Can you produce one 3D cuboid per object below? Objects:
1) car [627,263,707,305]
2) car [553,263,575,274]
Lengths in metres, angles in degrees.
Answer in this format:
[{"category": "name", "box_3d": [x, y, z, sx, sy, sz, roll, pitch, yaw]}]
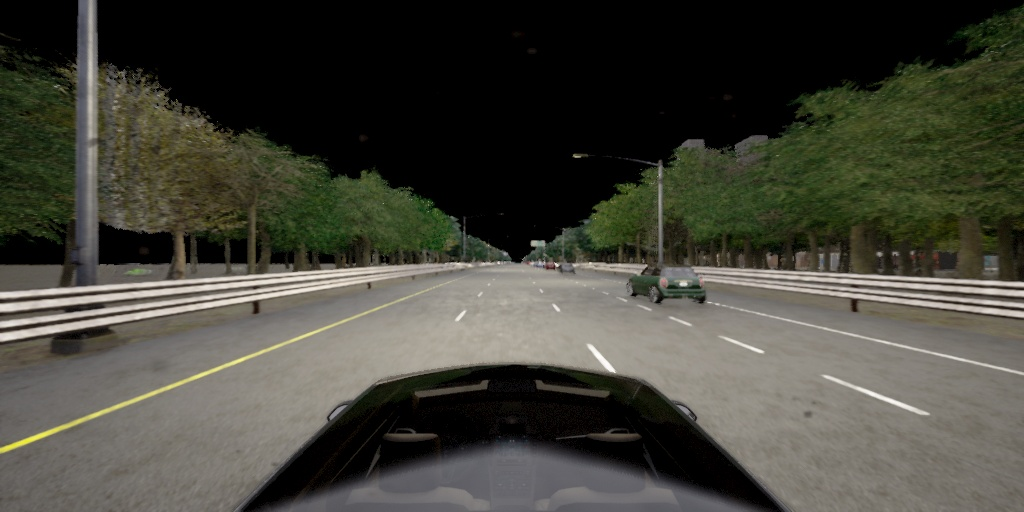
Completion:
[{"category": "car", "box_3d": [7.012, 1.171, 16.773, 2.097, 1.767, 4.553, 0, 0, 0]}, {"category": "car", "box_3d": [7.116, 1.627, 47.537, 2.128, 1.511, 4.902, 0, -1, 0]}]
